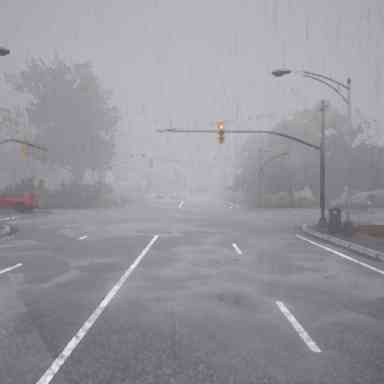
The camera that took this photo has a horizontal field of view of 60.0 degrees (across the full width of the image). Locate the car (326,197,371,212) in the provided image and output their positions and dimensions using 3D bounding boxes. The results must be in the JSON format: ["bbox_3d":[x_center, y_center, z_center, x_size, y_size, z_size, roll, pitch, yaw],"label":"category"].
[{"bbox_3d":[17.001,1.327,36.189,4.674,1.442,1.812,0,0,-3],"label":"car"}]

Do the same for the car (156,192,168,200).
[{"bbox_3d":[-7.540,1.135,79.811,1.994,1.385,4.181,0,1,-3],"label":"car"}]

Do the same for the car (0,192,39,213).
[{"bbox_3d":[-18.763,1.001,34.163,5.566,2.045,2.150,0,0,-3],"label":"car"}]

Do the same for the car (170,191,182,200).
[{"bbox_3d":[-4.049,1.105,80.053,1.812,1.442,4.674,0,1,-3],"label":"car"}]
